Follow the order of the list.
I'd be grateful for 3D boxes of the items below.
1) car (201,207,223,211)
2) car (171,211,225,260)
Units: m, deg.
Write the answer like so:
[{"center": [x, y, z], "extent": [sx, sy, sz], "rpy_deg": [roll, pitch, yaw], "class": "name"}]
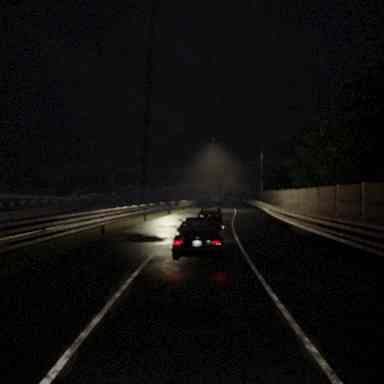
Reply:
[{"center": [1.638, 1.885, 27.980], "extent": [1.895, 1.301, 4.718], "rpy_deg": [0, -1, 7], "class": "car"}, {"center": [0.301, 1.678, 13.013], "extent": [2.033, 1.411, 5.357], "rpy_deg": [0, -1, 3], "class": "car"}]
